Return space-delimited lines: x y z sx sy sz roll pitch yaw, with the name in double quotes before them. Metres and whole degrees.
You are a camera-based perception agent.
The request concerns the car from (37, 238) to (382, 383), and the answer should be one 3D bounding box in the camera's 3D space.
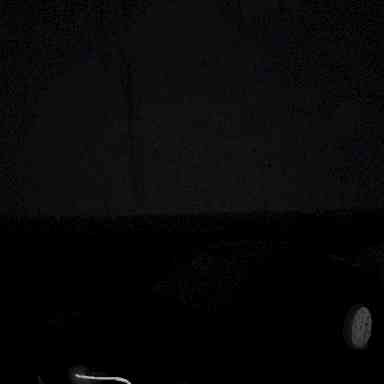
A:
"car" 0.641 1.461 4.505 5.008 1.535 1.882 0 0 -36
